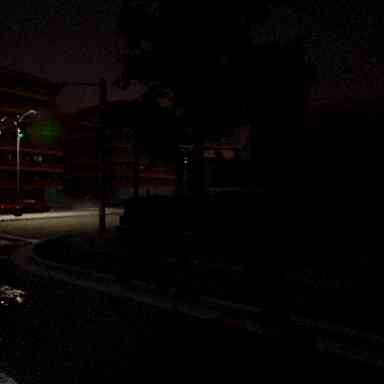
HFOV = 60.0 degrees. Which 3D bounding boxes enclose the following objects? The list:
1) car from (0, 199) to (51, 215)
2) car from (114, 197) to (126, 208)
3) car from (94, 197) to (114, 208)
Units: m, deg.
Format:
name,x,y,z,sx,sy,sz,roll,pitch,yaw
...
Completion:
name,x,y,z,sx,sy,sz,roll,pitch,yaw
car,-15.623,1.426,30.704,1.895,1.301,4.718,0,0,33
car,-7.077,1.304,42.470,1.882,1.535,5.008,0,0,36
car,-10.708,1.371,43.422,1.994,1.385,4.181,0,0,36
